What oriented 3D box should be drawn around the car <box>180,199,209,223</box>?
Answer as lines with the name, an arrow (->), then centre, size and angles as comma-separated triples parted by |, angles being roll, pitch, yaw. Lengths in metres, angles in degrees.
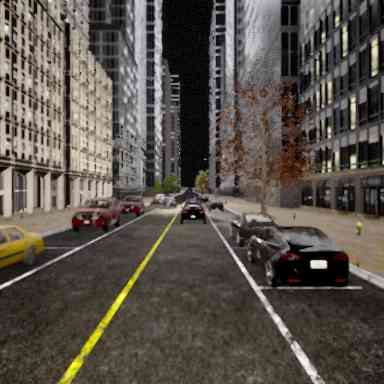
car -> 0.090, 1.520, 25.013 | 1.812, 1.442, 4.674 | 0, 0, 0

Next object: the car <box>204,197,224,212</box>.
car -> 2.672, 1.538, 37.586 | 2.008, 1.369, 4.403 | 0, 0, 0

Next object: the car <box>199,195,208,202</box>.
car -> 2.656, 1.489, 77.435 | 1.887, 1.381, 4.507 | 0, 0, 0

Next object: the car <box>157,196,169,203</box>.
car -> -5.720, 1.526, 66.056 | 1.947, 1.339, 4.313 | 0, 0, 0

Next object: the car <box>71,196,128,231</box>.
car -> -5.703, 1.311, 20.517 | 2.192, 1.841, 5.009 | 0, 0, 0

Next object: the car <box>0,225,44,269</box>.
car -> -5.697, 1.525, 8.964 | 1.752, 1.417, 4.829 | 0, 0, 0

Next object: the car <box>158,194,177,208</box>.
car -> -3.099, 1.473, 46.383 | 2.128, 1.511, 4.902 | 0, 0, 0

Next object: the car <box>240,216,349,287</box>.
car -> 2.684, 1.566, 9.124 | 1.947, 1.339, 4.313 | 0, 0, 0

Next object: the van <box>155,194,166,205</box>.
van -> -5.718, 1.308, 60.361 | 1.690, 1.788, 3.998 | 0, 0, 0

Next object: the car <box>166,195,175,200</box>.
car -> -5.729, 1.490, 88.824 | 1.947, 1.339, 4.313 | 0, 0, 0

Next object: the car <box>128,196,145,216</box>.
car -> -5.708, 1.306, 31.902 | 2.192, 1.841, 5.009 | 0, 0, 0

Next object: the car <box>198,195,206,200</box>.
car -> 2.652, 1.507, 88.820 | 1.802, 1.307, 4.206 | 0, 0, 0

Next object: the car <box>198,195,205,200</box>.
car -> 2.649, 1.459, 94.513 | 1.887, 1.381, 4.507 | 0, 0, 0

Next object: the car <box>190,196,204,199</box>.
car -> 0.083, 1.531, 42.686 | 2.033, 1.411, 5.357 | 0, 0, 0

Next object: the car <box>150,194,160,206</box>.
car -> -5.716, 1.413, 54.670 | 1.967, 1.590, 4.097 | 0, 0, 0

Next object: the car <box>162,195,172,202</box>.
car -> -5.725, 1.510, 77.440 | 1.947, 1.339, 4.313 | 0, 0, 0

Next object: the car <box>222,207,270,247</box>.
car -> 2.681, 1.549, 14.817 | 2.008, 1.369, 4.403 | 0, 0, 0
